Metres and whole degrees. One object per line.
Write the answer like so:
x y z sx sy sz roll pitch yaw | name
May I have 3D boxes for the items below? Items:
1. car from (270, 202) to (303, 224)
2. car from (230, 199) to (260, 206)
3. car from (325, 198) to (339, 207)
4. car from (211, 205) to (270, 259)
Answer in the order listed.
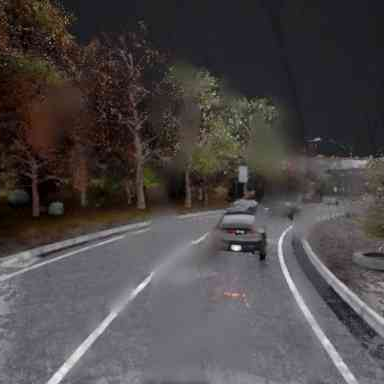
8.059 1.578 28.207 1.882 1.535 5.008 3 1 29 | car
4.643 1.395 29.705 1.837 1.490 4.892 3 1 29 | car
26.747 1.912 63.363 1.837 1.490 4.892 4 2 34 | car
1.925 1.493 12.690 1.837 1.490 4.892 1 0 13 | car
